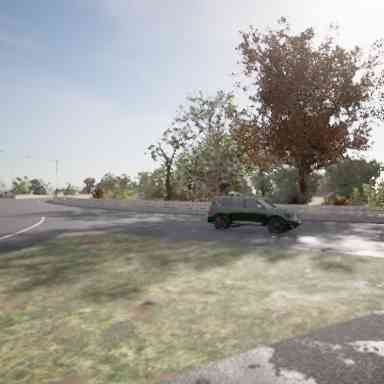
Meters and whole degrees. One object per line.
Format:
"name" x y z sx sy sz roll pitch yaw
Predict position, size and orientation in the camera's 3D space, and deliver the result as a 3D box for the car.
"car" 3.563 1.284 19.772 5.566 2.045 2.150 0 0 30
